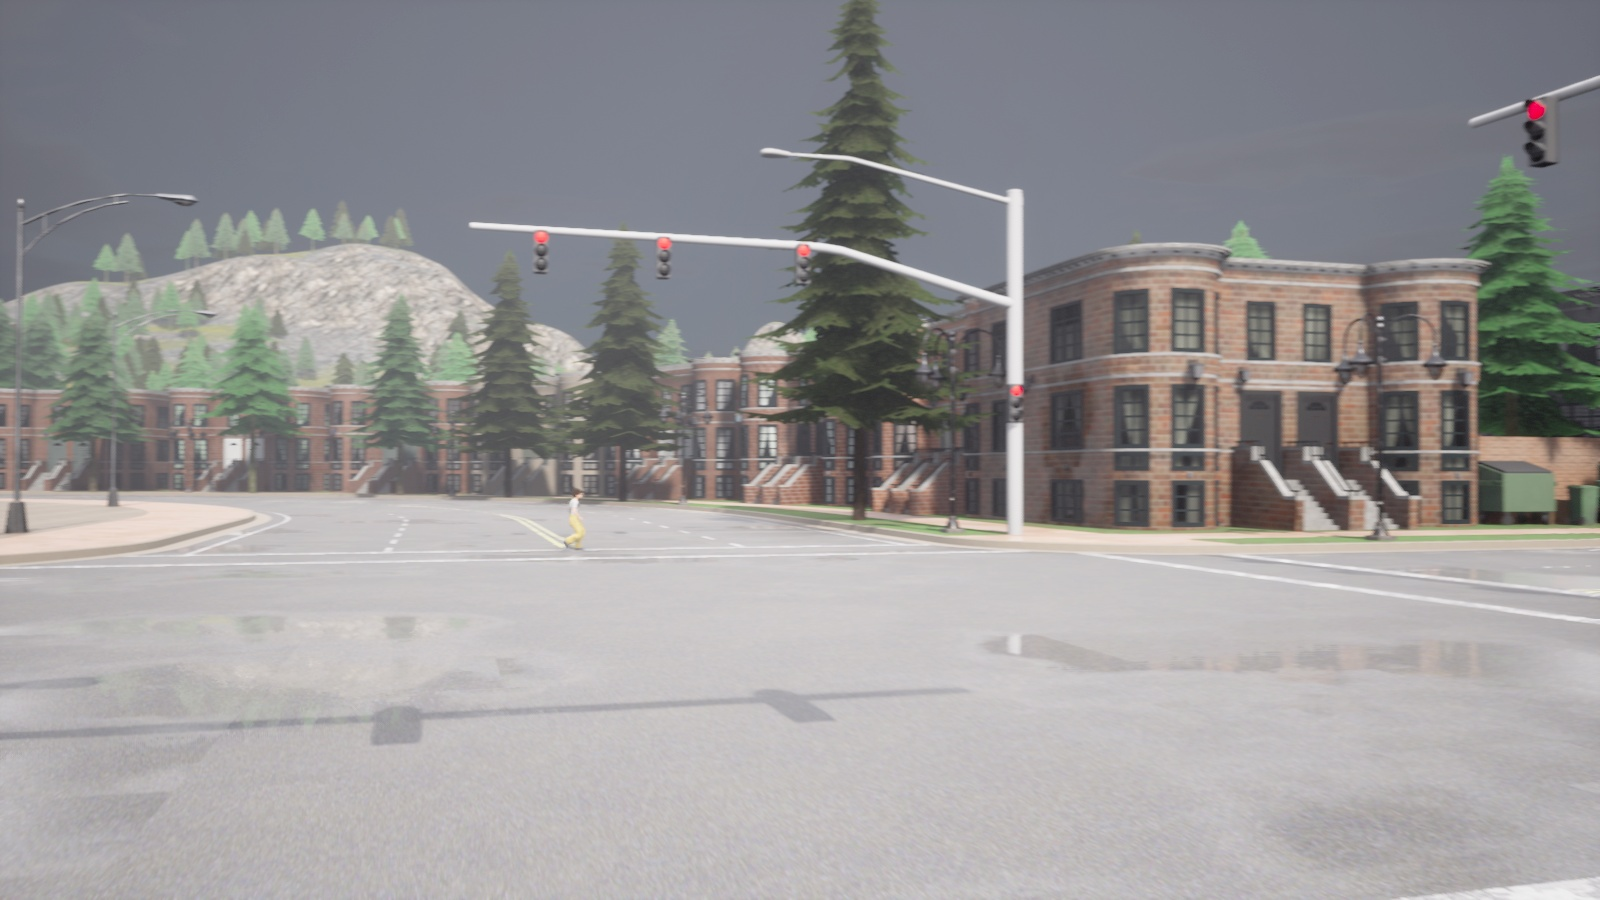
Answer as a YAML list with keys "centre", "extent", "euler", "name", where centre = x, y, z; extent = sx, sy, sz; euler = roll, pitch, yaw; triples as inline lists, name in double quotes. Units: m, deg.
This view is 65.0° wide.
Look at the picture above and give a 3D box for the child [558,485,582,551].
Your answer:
- centre: [-4.484, 1.323, 24.480]
  extent: [0.437, 1.263, 0.270]
  euler: [0, -1, -14]
  name: "child"
